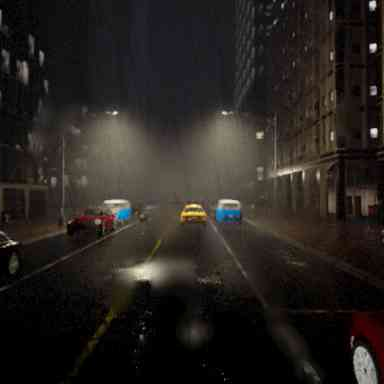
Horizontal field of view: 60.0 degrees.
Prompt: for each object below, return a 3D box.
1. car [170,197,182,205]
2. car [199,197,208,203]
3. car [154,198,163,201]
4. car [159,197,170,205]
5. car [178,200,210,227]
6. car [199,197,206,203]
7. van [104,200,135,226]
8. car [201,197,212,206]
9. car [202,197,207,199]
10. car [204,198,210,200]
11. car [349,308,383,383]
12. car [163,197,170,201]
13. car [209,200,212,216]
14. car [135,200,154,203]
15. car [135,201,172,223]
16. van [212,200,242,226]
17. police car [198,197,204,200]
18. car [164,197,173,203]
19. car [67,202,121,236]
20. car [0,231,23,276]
[{"bbox_3d":[-2.990,1.755,68.056,2.097,1.767,4.553,0,0,0],"label":"car"},{"bbox_3d":[2.713,2.012,80.462,2.008,1.369,4.403,1,0,0],"label":"car"},{"bbox_3d":[-5.673,1.841,47.585,1.887,1.381,4.507,1,0,0],"label":"car"},{"bbox_3d":[-5.668,1.849,69.338,1.967,1.590,4.097,1,0,0],"label":"car"},{"bbox_3d":[0.104,1.614,24.109,1.801,1.575,5.366,0,0,0],"label":"car"},{"bbox_3d":[2.714,2.069,86.039,1.802,1.307,4.206,1,0,0],"label":"car"},{"bbox_3d":[-5.675,1.503,24.885,1.690,1.788,3.998,1,0,0],"label":"van"},{"bbox_3d":[2.711,1.822,63.732,1.967,1.590,4.097,1,0,0],"label":"car"},{"bbox_3d":[2.708,1.875,52.576,2.008,1.369,4.403,1,0,0],"label":"car"},{"bbox_3d":[2.706,1.830,41.878,1.947,1.339,4.313,1,0,0],"label":"car"},{"bbox_3d":[2.699,1.561,2.157,1.887,1.381,4.507,1,0,0],"label":"car"},{"bbox_3d":[-5.671,1.964,63.764,1.802,1.307,4.206,1,0,0],"label":"car"},{"bbox_3d":[2.704,1.747,30.530,2.008,1.369,4.403,1,0,0],"label":"car"},{"bbox_3d":[-5.676,1.797,36.234,1.947,1.339,4.313,1,0,0],"label":"car"},{"bbox_3d":[-3.096,1.726,27.544,2.033,1.411,5.357,0,0,0],"label":"car"},{"bbox_3d":[2.705,1.503,24.857,1.690,1.788,3.998,1,0,0],"label":"van"},{"bbox_3d":[0.106,1.768,41.903,2.038,1.542,4.974,0,0,0],"label":"police car"},{"bbox_3d":[-5.667,2.028,80.486,1.947,1.339,4.313,1,0,0],"label":"car"},{"bbox_3d":[-5.677,1.567,19.209,1.967,1.590,4.097,1,0,0],"label":"car"},{"bbox_3d":[-5.681,1.605,7.859,2.008,1.369,4.403,1,0,0],"label":"car"}]
